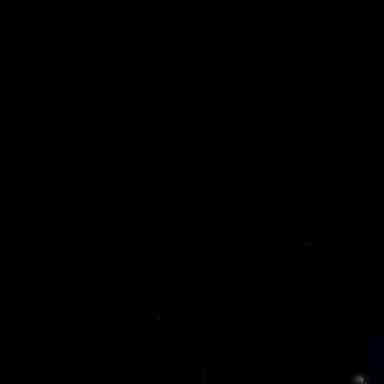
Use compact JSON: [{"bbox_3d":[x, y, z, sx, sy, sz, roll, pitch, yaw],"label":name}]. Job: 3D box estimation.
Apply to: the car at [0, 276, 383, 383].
[{"bbox_3d":[-0.197,1.600,2.907,4.718,1.301,1.895,0,0,-35],"label":"car"}]
